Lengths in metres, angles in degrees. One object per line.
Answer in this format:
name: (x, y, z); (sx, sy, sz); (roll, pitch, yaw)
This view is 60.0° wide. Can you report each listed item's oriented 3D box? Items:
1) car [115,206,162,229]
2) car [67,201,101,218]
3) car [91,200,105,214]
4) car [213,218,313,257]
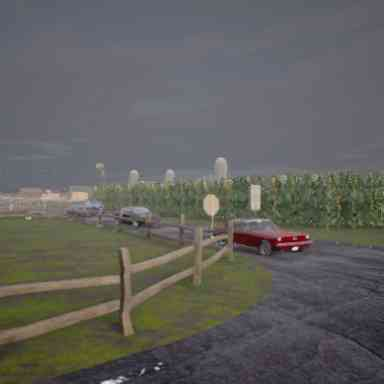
car: (-4.066, 1.799, 24.880); (1.882, 1.535, 5.008); (0, -1, -35)
car: (-12.045, 1.983, 36.107); (2.033, 1.411, 5.357); (0, -1, -36)
car: (-12.724, 1.852, 42.144); (2.097, 1.767, 4.553); (0, -1, -35)
car: (2.811, 1.818, 14.325); (1.895, 1.301, 4.718); (0, -1, -28)
